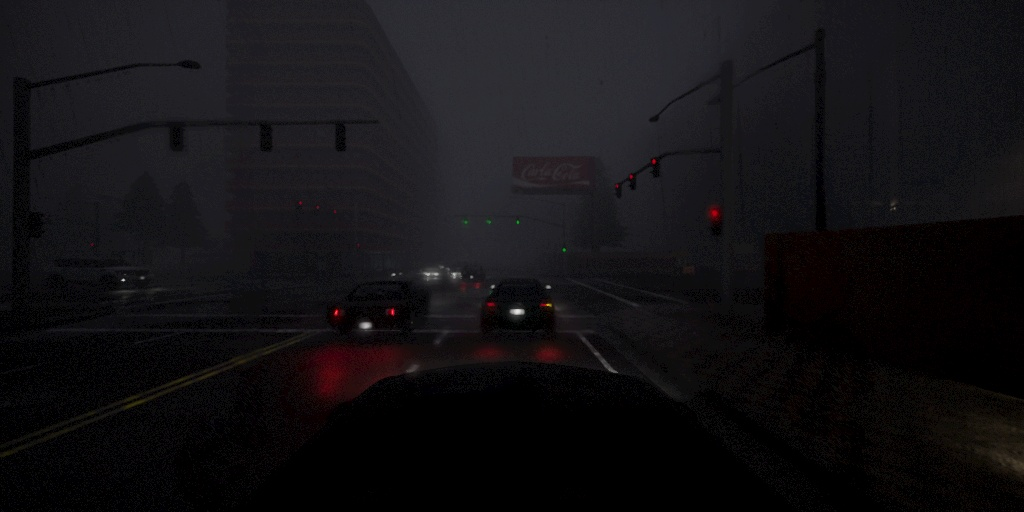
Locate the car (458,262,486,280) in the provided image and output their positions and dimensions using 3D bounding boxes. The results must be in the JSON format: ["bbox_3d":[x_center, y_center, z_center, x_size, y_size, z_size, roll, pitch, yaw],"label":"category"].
[{"bbox_3d":[-3.392,1.476,32.472,1.895,1.301,4.718,0,0,0],"label":"car"}]

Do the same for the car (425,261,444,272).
[{"bbox_3d":[-10.567,1.435,49.417,2.128,1.511,4.902,0,0,0],"label":"car"}]

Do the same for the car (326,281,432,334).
[{"bbox_3d":[-3.652,1.388,10.825,1.895,1.301,4.718,0,0,-4],"label":"car"}]

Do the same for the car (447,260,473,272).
[{"bbox_3d":[-7.067,1.435,49.414,2.128,1.511,4.902,0,0,0],"label":"car"}]

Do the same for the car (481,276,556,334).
[{"bbox_3d":[0.251,1.350,10.797,1.994,1.385,4.181,0,0,3],"label":"car"}]

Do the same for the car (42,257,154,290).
[{"bbox_3d":[-26.638,1.059,23.195,5.566,2.045,2.150,0,0,0],"label":"car"}]
